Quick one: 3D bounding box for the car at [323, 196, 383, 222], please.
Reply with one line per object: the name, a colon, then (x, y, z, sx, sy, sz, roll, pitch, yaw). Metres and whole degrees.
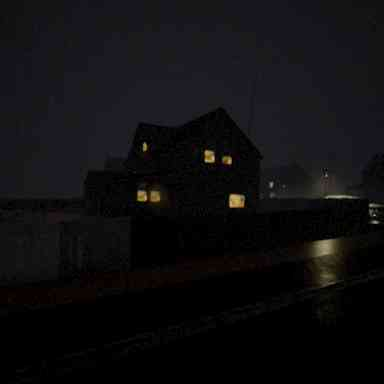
car: (13.189, 1.347, 27.392, 2.150, 2.045, 5.566, 3, -2, -29)
